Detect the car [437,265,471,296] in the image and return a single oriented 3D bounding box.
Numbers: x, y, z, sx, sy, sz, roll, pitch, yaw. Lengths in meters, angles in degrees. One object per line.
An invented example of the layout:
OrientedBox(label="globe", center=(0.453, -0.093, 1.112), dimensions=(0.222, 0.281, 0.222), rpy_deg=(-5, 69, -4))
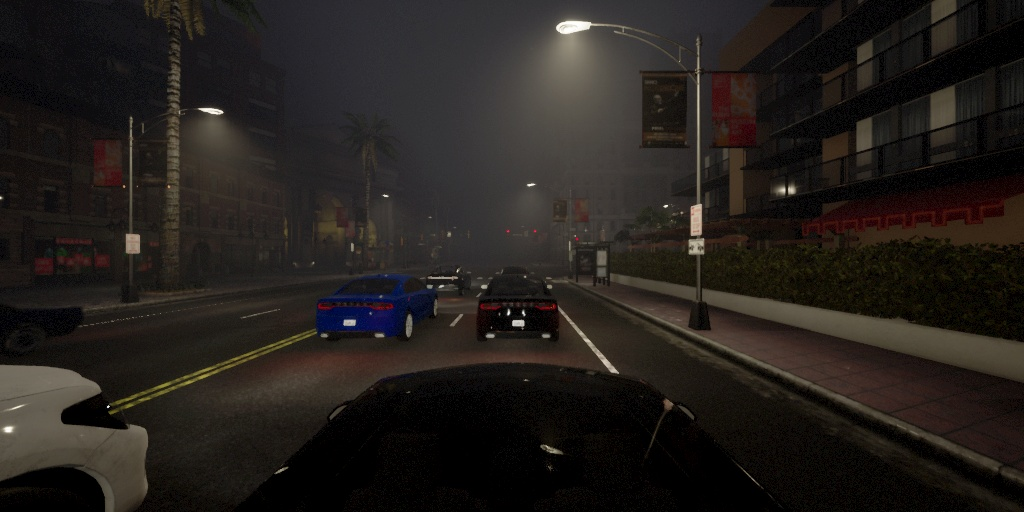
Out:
OrientedBox(label="car", center=(-3.334, 1.242, 19.388), dimensions=(2.128, 1.511, 4.902), rpy_deg=(0, 0, 0))

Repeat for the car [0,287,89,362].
OrientedBox(label="car", center=(-10.585, 1.351, 5.797), dimensions=(1.895, 1.301, 4.718), rpy_deg=(0, 0, 0))

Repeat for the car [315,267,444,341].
OrientedBox(label="car", center=(-3.360, 1.228, 9.883), dimensions=(1.882, 1.535, 5.008), rpy_deg=(0, 0, 0))

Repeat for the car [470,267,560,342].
OrientedBox(label="car", center=(0.135, 1.228, 9.848), dimensions=(1.882, 1.535, 5.008), rpy_deg=(0, 0, 0))
